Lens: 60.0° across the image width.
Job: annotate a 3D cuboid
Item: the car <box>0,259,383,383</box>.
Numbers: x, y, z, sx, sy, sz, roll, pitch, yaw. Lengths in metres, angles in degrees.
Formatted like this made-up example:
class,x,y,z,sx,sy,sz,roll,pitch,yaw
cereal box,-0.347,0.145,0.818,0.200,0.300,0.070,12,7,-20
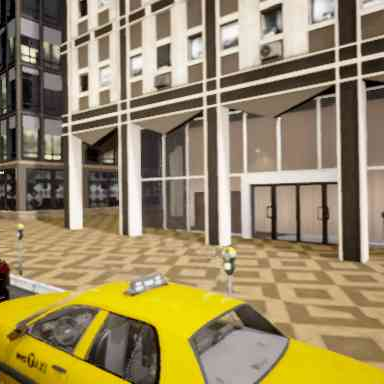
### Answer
class,x,y,z,sx,sy,sz,roll,pitch,yaw
car,-0.670,1.508,3.377,4.829,1.417,1.752,0,-1,35
